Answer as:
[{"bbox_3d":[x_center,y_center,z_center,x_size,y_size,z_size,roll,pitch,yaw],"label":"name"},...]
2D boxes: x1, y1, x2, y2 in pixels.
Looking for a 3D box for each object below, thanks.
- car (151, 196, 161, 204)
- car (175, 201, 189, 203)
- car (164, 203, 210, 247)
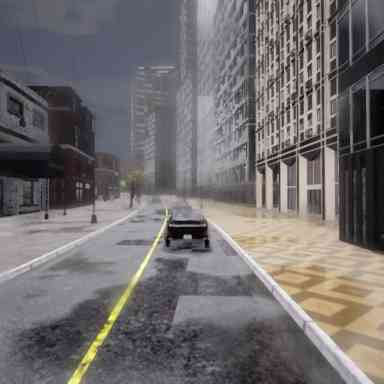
[{"bbox_3d":[-6.944,1.504,64.183,2.033,1.411,5.357,0,0,-7],"label":"car"},{"bbox_3d":[-0.909,1.541,29.840,2.033,1.411,5.357,0,0,-3],"label":"car"},{"bbox_3d":[-0.235,1.493,15.110,2.128,1.511,4.902,0,0,-2],"label":"car"}]
